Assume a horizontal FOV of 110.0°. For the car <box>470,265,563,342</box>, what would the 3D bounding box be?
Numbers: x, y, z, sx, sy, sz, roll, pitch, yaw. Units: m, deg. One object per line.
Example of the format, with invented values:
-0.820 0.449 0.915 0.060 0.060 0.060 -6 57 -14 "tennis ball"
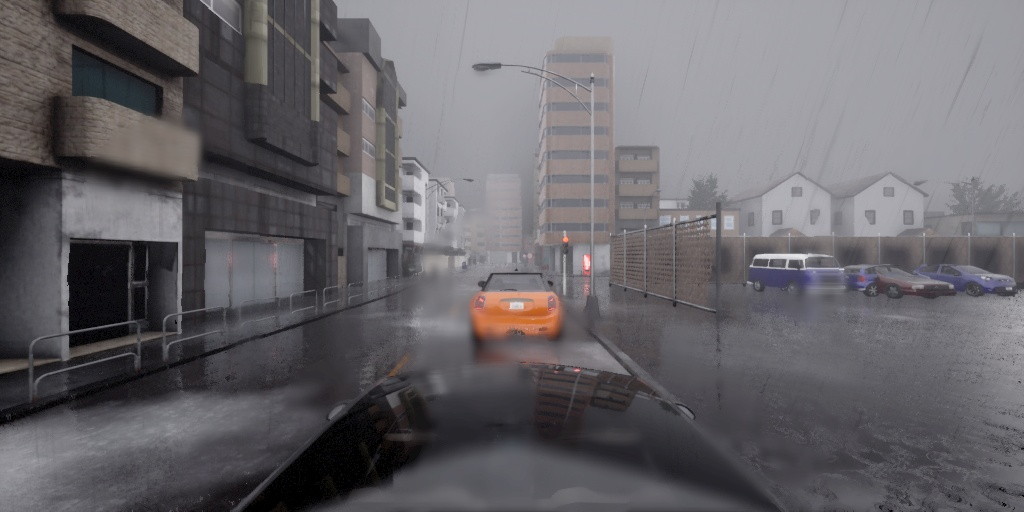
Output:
0.102 1.102 9.926 2.097 1.767 4.553 0 0 0 "car"
